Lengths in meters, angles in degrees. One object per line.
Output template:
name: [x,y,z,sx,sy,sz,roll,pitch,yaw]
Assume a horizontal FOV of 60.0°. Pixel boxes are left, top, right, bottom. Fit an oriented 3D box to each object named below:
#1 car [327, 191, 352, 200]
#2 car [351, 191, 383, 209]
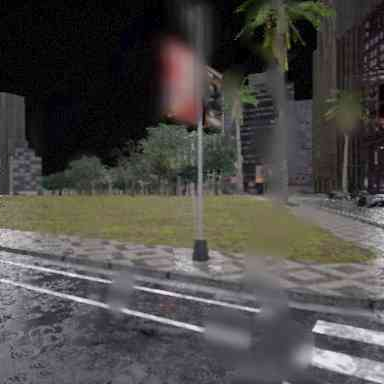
car: [23.484,0.506,53.917,2.128,1.511,4.902,0,1,3]
car: [18.235,0.931,33.802,1.994,1.385,4.181,0,1,7]
